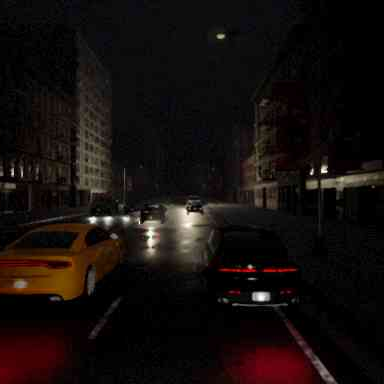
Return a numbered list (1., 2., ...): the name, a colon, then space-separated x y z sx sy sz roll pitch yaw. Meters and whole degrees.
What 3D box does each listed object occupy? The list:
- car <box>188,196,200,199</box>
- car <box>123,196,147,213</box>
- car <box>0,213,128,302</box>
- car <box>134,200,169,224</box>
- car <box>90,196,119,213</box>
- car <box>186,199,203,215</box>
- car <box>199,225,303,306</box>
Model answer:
1. car: 0.294 1.575 47.785 2.150 2.045 5.566 0 0 0
2. car: -6.364 1.514 38.248 2.150 2.045 5.566 0 0 0
3. car: -3.089 1.545 8.518 1.882 1.535 5.008 0 0 0
4. car: -2.979 1.692 26.794 2.128 1.511 4.902 0 0 0
5. car: -9.623 1.509 37.093 2.150 2.045 5.566 0 0 0
6. car: 0.318 1.819 37.082 2.033 1.411 5.357 0 0 -1
7. car: 1.196 1.562 8.121 1.837 1.490 4.892 0 0 0
